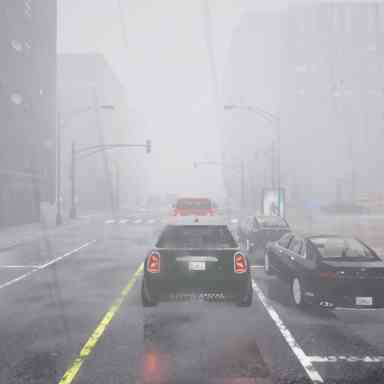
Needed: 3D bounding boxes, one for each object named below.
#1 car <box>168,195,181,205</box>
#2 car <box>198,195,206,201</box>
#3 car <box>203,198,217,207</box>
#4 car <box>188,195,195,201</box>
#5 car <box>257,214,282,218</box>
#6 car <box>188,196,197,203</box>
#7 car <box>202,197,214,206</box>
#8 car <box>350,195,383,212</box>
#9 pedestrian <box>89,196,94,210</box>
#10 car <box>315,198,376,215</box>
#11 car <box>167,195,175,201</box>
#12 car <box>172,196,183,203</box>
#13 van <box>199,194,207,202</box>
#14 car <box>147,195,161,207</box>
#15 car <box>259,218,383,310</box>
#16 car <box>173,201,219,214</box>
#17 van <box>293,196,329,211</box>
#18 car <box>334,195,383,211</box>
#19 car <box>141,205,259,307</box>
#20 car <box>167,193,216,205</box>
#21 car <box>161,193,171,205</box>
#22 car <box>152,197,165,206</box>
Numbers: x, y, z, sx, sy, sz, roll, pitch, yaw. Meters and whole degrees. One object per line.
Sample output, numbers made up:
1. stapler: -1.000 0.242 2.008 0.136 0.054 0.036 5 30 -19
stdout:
1. car: -3.089 1.375 60.655 2.097 1.767 4.553 0 0 0
2. car: 2.670 1.582 90.394 1.887 1.381 4.507 1 0 0
3. car: 2.683 1.585 51.396 1.947 1.339 4.313 1 0 0
4. car: -0.031 1.538 90.876 1.837 1.490 4.892 0 0 0
5. car: 2.826 1.555 13.204 2.008 1.369 4.403 1 0 0
6. car: 0.042 1.554 71.622 1.812 1.442 4.674 0 0 0
7. car: 2.681 1.604 56.967 1.802 1.307 4.206 1 0 0
8. car: 17.965 1.363 35.608 5.008 1.535 1.882 -1 -1 0
9. pedestrian: -12.543 1.348 41.356 0.375 1.860 0.375 0 0 0
10. car: 13.693 1.413 29.839 4.206 1.307 1.802 0 0 0
11. car: -5.710 1.604 90.431 1.947 1.339 4.313 1 0 0
12. car: -3.024 1.553 70.725 2.128 1.511 4.902 0 0 0
13. van: 2.677 1.373 79.253 1.690 1.788 3.998 1 0 0
14. car: -5.693 1.334 51.434 2.192 1.841 5.009 1 0 0
15. car: 2.828 1.553 7.634 2.008 1.369 4.403 1 0 0
16. car: 0.433 1.621 35.726 4.718 1.301 1.895 0 -1 0
17. van: 13.751 1.297 38.220 3.998 1.788 1.690 0 0 0
18. car: 19.278 1.228 38.183 5.009 1.841 2.192 0 0 0
19. car: 0.098 1.354 8.130 2.097 1.767 4.553 0 0 0
20. car: 0.082 1.228 17.601 2.150 2.045 5.566 0 0 0
21. car: -3.138 1.241 51.086 2.150 2.045 5.566 0 0 0
22. car: -5.698 1.566 57.005 1.887 1.381 4.507 1 0 0
